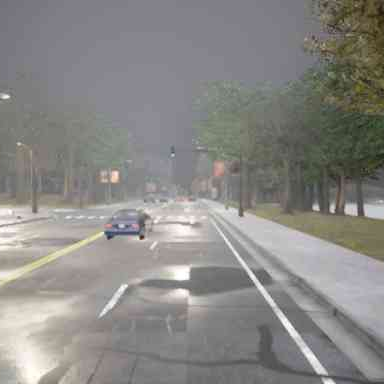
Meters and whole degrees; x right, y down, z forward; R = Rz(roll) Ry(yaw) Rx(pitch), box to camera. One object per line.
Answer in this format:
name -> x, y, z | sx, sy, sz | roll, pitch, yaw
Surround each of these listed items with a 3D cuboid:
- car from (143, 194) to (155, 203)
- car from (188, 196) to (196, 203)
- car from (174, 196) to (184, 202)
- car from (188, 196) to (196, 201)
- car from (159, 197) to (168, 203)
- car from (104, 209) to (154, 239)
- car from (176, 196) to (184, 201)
car -> -9.786, 1.519, 76.296 | 2.150, 2.045, 5.566 | 0, 0, 0
car -> -0.039, 1.798, 81.934 | 1.882, 1.535, 5.008 | 0, 0, 0
car -> -3.289, 1.680, 82.319 | 2.097, 1.767, 4.553 | 0, 0, 0
car -> -0.044, 1.777, 92.358 | 2.033, 1.411, 5.357 | 0, 0, 0
car -> -6.536, 1.833, 76.325 | 2.033, 1.411, 5.357 | 0, 0, 0
car -> -3.158, 1.582, 17.476 | 2.033, 1.411, 5.357 | 0, 0, 0
car -> -3.294, 1.834, 92.386 | 1.895, 1.301, 4.718 | 0, 0, 0
